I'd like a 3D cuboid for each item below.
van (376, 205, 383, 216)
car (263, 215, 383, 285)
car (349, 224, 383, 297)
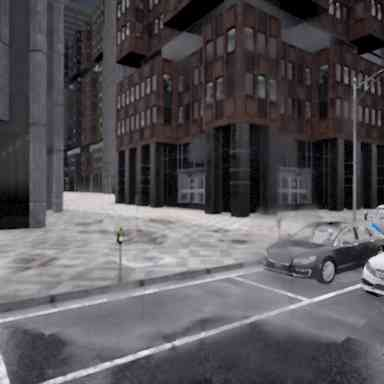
[{"bbox_3d":[8.395,1.320,12.603,3.998,1.788,1.690,0,0,-35],"label":"van"},{"bbox_3d":[3.889,1.538,9.404,4.403,1.369,2.008,0,0,-35],"label":"car"},{"bbox_3d":[5.682,1.512,7.406,4.674,1.442,1.812,0,0,-35],"label":"car"}]
